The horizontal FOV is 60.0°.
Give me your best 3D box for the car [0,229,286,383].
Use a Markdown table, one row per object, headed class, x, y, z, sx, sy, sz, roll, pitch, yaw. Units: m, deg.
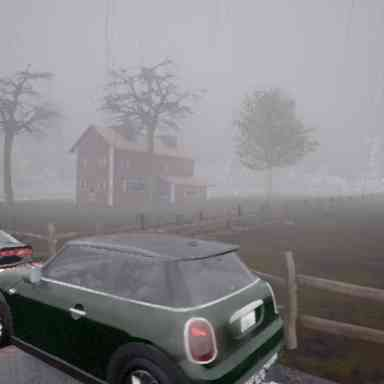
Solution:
| class | x | y | z | sx | sy | sz | roll | pitch | yaw |
| --- | --- | --- | --- | --- | --- | --- | --- | --- | --- |
| car | -1.115 | 1.390 | 4.793 | 4.553 | 1.767 | 2.097 | 0 | -1 | 36 |
